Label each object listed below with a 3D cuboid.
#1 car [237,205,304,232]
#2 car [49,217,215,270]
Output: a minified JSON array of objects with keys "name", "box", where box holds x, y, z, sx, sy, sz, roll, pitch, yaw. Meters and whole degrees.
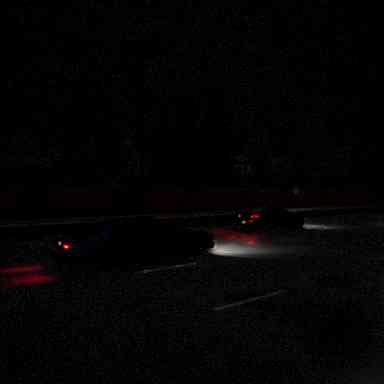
[{"name":"car","box":[4.795,1.526,20.197,4.674,1.442,1.812,0,0,-36]},{"name":"car","box":[-1.793,1.547,11.088,5.357,1.411,2.033,0,0,-36]}]
